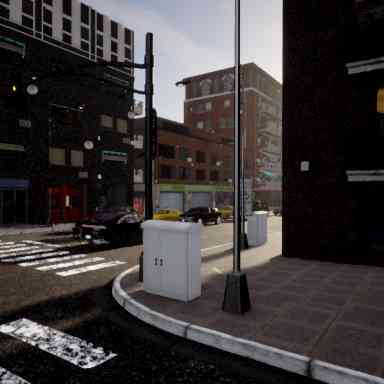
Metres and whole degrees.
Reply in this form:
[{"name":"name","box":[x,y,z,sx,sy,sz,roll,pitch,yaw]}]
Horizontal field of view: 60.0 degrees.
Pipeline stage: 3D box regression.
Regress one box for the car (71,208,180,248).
[{"name":"car","box":[-3.069,1.748,16.295,2.128,1.511,4.902,0,-1,35]}]

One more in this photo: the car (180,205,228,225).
[{"name":"car","box":[0.717,1.962,27.324,1.837,1.490,4.892,0,-1,35]}]

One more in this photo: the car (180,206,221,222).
[{"name":"car","box":[0.918,2.092,32.172,1.947,1.339,4.313,-1,-2,35]}]

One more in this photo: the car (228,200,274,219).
[{"name":"car","box":[6.396,1.866,35.473,2.150,2.045,5.566,0,-1,35]}]

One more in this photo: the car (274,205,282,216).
[{"name":"car","box":[12.518,2.394,44.189,2.033,1.411,5.357,0,-1,35]}]

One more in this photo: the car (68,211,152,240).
[{"name":"car","box":[-4.645,1.881,19.634,1.895,1.301,4.718,0,-1,35]}]

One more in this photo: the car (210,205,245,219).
[{"name":"car","box":[3.979,2.153,36.565,1.752,1.417,4.829,-1,-2,35]}]

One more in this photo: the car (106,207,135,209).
[{"name":"car","box":[-5.397,1.758,23.112,1.967,1.590,4.097,-1,-2,35]}]
